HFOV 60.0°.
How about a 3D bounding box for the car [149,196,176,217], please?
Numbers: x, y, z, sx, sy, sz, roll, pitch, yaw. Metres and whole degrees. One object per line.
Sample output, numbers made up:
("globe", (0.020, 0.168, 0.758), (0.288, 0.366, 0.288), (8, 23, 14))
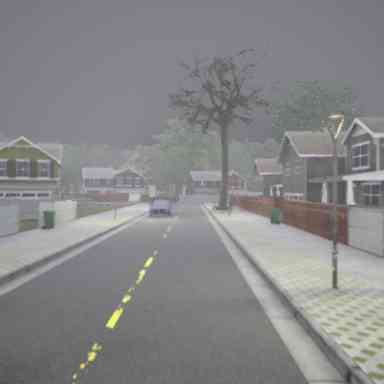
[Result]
("car", (-2.842, 1.450, 31.204), (1.882, 1.535, 5.008), (0, 0, 0))

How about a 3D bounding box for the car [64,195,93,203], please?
("car", (-19.821, 1.217, 58.106), (4.902, 1.511, 2.128), (2, 0, -20))

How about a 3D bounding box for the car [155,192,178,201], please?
("car", (-5.455, 1.089, 63.328), (5.566, 2.045, 2.150), (1, 0, -20))
